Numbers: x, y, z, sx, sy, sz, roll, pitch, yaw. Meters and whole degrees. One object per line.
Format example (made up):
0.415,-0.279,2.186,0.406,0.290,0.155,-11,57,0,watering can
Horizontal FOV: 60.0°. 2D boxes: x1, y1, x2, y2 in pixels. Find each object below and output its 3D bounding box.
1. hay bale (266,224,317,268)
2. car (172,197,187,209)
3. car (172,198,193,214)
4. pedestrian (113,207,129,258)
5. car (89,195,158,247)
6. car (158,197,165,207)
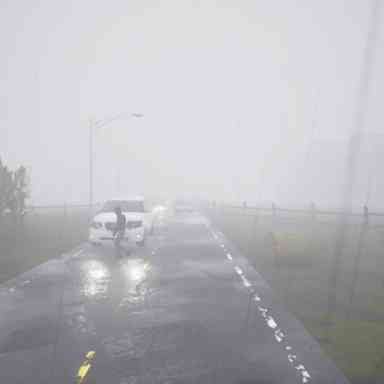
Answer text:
3.076,1.656,10.485,1.220,1.180,1.240,0,0,-1,hay bale
-1.738,1.540,46.188,1.837,1.490,4.892,0,0,-5,car
-0.939,1.620,35.376,1.895,1.301,4.718,0,0,-4,car
-2.400,1.295,11.137,0.375,1.860,0.375,0,0,-2,pedestrian
-3.005,1.213,15.357,2.150,2.045,5.566,0,1,-1,car
-5.235,1.535,52.263,2.128,1.511,4.902,0,0,-6,car
